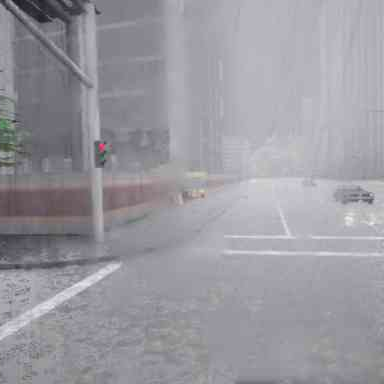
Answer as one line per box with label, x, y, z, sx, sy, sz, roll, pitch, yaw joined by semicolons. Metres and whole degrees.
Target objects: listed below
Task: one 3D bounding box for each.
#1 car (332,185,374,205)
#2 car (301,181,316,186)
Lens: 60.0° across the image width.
car;11.611;0.179;24.185;1.895;1.301;4.718;-1;3;13
car;17.317;-1.321;49.390;1.994;1.385;4.181;-1;3;13
